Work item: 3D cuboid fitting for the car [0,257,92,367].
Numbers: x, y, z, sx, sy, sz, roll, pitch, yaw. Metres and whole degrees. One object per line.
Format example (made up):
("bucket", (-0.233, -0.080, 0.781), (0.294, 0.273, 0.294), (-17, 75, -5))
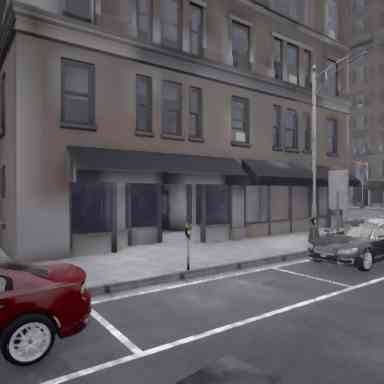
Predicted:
("car", (-3.606, 1.544, 4.194), (4.507, 1.381, 1.887), (0, 0, -35))

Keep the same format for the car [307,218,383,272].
("car", (5.506, 1.550, 10.693), (4.403, 1.369, 2.008), (0, 0, -36))
